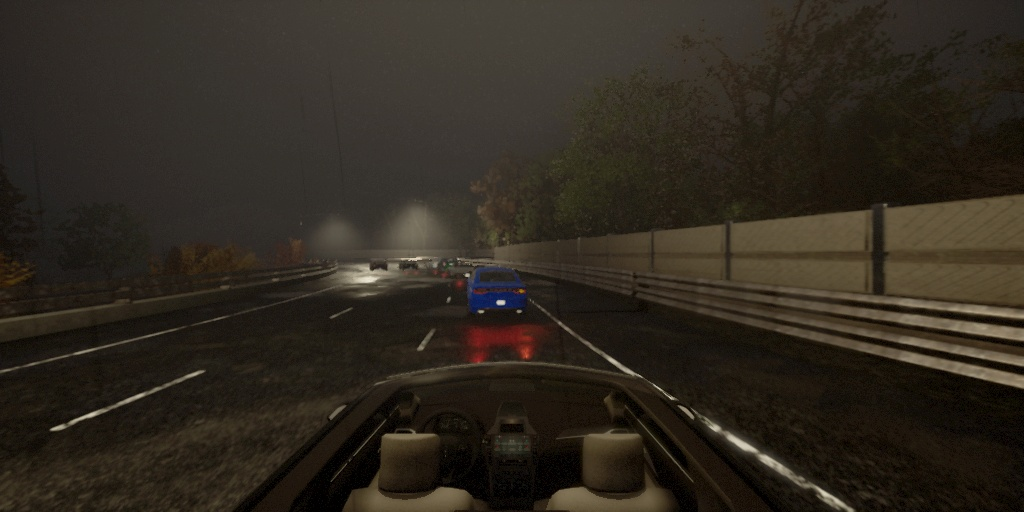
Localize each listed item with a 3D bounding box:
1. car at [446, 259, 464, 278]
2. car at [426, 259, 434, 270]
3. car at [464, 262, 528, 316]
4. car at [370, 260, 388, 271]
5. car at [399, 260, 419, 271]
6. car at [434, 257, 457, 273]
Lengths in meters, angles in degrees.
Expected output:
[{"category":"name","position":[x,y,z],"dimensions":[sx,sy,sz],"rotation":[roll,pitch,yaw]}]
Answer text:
[{"category":"car","position":[-4.354,1.196,31.236],"dimensions":[1.895,1.301,4.718],"rotation":[0,0,-16]},{"category":"car","position":[-10.095,1.052,47.352],"dimensions":[1.812,1.442,4.674],"rotation":[0,1,-25]},{"category":"car","position":[-0.666,1.103,13.123],"dimensions":[1.882,1.535,5.008],"rotation":[1,3,-8]},{"category":"car","position":[-16.679,1.173,44.850],"dimensions":[1.895,1.301,4.718],"rotation":[0,0,-25]},{"category":"car","position":[-13.290,1.151,45.854],"dimensions":[1.895,1.301,4.718],"rotation":[0,0,-25]},{"category":"car","position":[-7.103,0.907,40.123],"dimensions":[2.097,1.767,4.553],"rotation":[0,0,-20]}]
